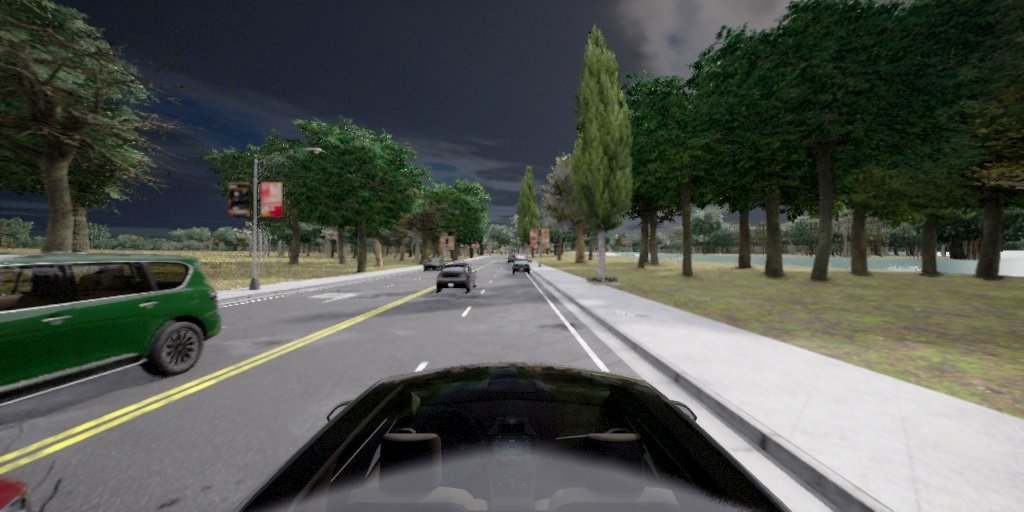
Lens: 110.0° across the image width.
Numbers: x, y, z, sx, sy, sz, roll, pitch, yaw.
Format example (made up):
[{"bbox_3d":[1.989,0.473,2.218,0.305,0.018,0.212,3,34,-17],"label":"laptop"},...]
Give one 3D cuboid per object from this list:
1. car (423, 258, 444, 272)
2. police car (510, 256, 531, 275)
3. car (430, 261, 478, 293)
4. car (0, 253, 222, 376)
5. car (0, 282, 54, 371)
[{"bbox_3d":[-9.841,1.024,45.594,2.097,1.767,4.553,0,0,0],"label":"car"},{"bbox_3d":[0.967,1.125,38.549,1.930,1.638,5.238,0,0,0],"label":"police car"},{"bbox_3d":[-3.154,1.247,20.887,1.837,1.490,4.892,0,0,0],"label":"car"},{"bbox_3d":[-6.601,0.971,4.489,2.150,2.045,5.566,0,0,0],"label":"car"},{"bbox_3d":[-9.850,1.254,4.540,1.837,1.490,4.892,0,0,0],"label":"car"}]
